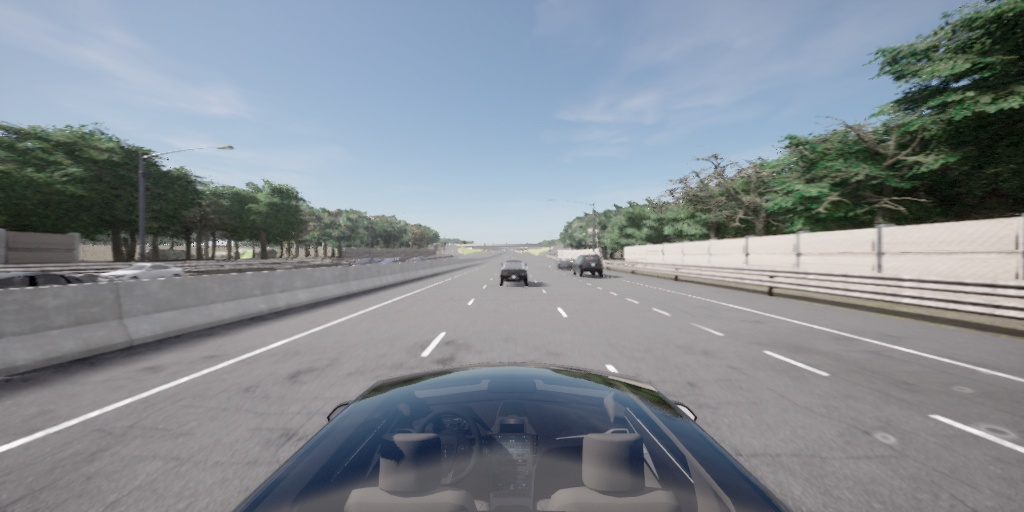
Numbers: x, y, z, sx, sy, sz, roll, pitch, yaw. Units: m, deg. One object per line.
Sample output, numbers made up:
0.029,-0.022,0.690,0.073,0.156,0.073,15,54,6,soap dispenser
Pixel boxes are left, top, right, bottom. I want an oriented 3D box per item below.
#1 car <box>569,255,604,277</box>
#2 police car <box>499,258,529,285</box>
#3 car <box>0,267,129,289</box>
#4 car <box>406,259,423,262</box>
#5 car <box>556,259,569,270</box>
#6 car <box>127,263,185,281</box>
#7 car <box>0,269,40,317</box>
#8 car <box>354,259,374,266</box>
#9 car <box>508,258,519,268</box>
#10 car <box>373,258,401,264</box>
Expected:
7.175,0.895,34.360,2.150,2.045,5.566,0,0,0,car
0.138,1.114,25.261,1.930,1.638,5.238,0,0,0,police car
-14.087,1.222,9.786,1.837,1.490,4.892,0,0,0,car
-13.824,1.129,51.134,1.837,1.490,4.892,0,0,1,car
7.271,1.134,50.572,2.128,1.511,4.902,0,0,1,car
-24.540,1.203,24.006,1.812,1.442,4.674,0,0,0,car
-17.585,1.206,10.081,2.128,1.511,4.902,0,0,0,car
-20.822,1.126,51.130,1.837,1.490,4.892,0,0,1,car
0.315,1.074,58.644,1.801,1.575,5.366,0,0,1,car
-17.319,1.173,51.040,2.033,1.411,5.357,0,0,1,car
